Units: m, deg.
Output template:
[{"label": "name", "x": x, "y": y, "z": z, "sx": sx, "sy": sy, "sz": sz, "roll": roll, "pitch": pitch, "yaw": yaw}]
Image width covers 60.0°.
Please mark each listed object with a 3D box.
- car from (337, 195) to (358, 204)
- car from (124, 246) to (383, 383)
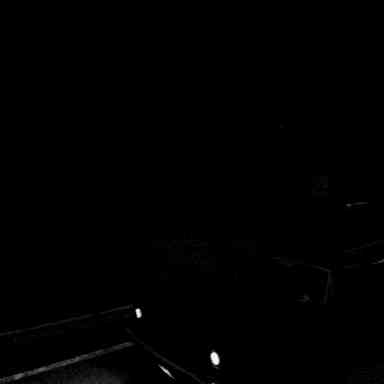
[{"label": "car", "x": 27.701, "y": 1.348, "z": 59.496, "sx": 1.812, "sy": 1.442, "sz": 4.674, "roll": -6, "pitch": -2, "yaw": -4}, {"label": "car", "x": 1.467, "y": 1.582, "z": 4.910, "sx": 4.718, "sy": 1.301, "sz": 1.895, "roll": -1, "pitch": 0, "yaw": -38}]
